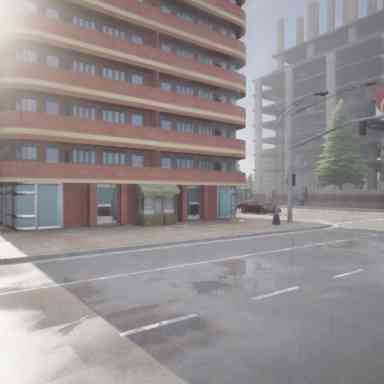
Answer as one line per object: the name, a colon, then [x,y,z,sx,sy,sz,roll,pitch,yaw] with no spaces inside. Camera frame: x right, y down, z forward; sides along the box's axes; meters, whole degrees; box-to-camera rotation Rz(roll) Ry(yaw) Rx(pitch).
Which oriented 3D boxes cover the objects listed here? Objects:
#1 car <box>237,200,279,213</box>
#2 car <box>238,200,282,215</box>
car: [7.566,1.601,38.604,1.895,1.301,4.718,0,0,-36]
car: [6.954,1.564,33.517,1.994,1.385,4.181,0,0,-36]
